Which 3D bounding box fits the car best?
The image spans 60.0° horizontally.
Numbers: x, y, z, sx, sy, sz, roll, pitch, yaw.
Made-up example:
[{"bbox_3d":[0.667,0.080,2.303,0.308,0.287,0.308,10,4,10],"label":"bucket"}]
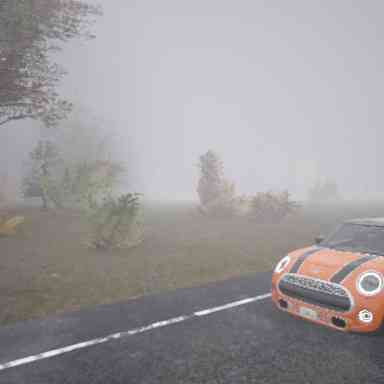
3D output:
[{"bbox_3d":[3.680,1.332,6.618,4.553,1.767,2.097,0,0,-36],"label":"car"}]
